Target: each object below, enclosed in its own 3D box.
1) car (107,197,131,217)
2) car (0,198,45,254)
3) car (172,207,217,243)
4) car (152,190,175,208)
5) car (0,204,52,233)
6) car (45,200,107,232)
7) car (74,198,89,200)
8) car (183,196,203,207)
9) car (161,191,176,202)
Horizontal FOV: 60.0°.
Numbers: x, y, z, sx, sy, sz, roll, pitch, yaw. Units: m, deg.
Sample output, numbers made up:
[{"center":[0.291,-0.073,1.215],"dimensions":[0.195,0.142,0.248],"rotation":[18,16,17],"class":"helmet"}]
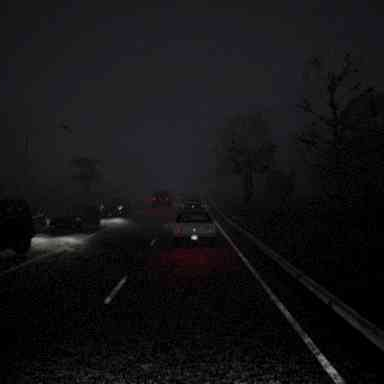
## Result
[{"center":[-7.014,1.277,30.786],"dimensions":[2.097,1.767,4.553],"rotation":[0,2,0],"class":"car"},{"center":[-7.100,1.231,10.600],"dimensions":[2.150,2.045,5.566],"rotation":[0,0,0],"class":"car"},{"center":[0.104,1.614,16.152],"dimensions":[1.895,1.301,4.718],"rotation":[0,0,0],"class":"car"},{"center":[-3.492,0.776,39.616],"dimensions":[2.150,2.045,5.566],"rotation":[0,3,0],"class":"car"},{"center":[-10.577,1.543,20.669],"dimensions":[1.812,1.442,4.674],"rotation":[0,0,0],"class":"car"},{"center":[-7.083,1.495,20.678],"dimensions":[1.882,1.535,5.008],"rotation":[0,0,0],"class":"car"},{"center":[-10.504,1.396,31.044],"dimensions":[1.882,1.535,5.008],"rotation":[0,2,0],"class":"car"},{"center":[0.107,1.166,37.588],"dimensions":[1.837,1.490,4.892],"rotation":[0,3,0],"class":"car"},{"center":[-3.489,0.626,50.058],"dimensions":[1.895,1.301,4.718],"rotation":[0,3,0],"class":"car"}]
